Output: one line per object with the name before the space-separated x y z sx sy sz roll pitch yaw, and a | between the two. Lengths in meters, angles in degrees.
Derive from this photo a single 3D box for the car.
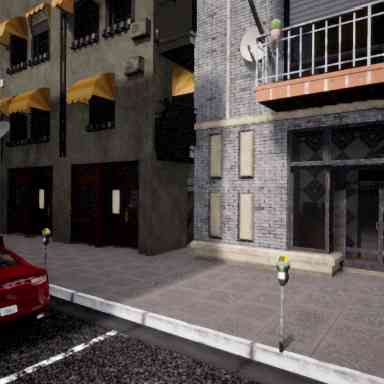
car | -4.405 1.544 6.015 4.507 1.381 1.887 0 1 36
